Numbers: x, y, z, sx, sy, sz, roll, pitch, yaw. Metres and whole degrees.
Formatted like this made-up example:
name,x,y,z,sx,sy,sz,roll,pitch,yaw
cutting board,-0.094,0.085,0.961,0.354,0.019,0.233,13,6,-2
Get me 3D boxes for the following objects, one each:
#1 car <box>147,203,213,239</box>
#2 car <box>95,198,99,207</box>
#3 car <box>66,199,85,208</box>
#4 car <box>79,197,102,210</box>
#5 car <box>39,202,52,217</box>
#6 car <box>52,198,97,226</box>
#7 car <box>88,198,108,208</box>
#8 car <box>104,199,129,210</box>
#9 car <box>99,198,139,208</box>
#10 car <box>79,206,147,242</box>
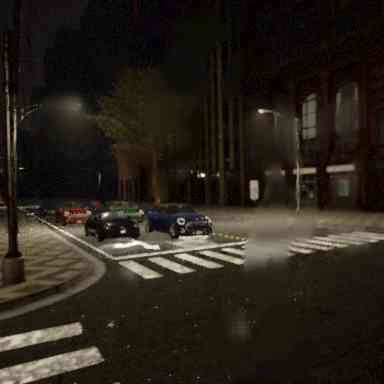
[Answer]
name,x,y,z,sx,sy,sz,roll,pitch,yaw
car,-0.810,1.399,17.910,2.097,1.767,4.553,-1,0,-31
car,-11.984,1.765,36.986,1.882,1.535,5.008,-1,0,-30
car,-20.466,2.018,58.288,2.033,1.411,5.357,-1,0,-31
car,-14.989,1.702,48.917,2.097,1.767,4.553,-1,0,-31
car,-15.919,1.901,37.289,1.812,1.442,4.674,-1,0,-30
car,-9.224,1.582,25.808,2.097,1.767,4.553,-1,0,-30
car,-16.362,1.870,57.511,2.128,1.511,4.902,-1,0,-30
car,-11.170,1.812,48.715,2.033,1.411,5.357,-1,0,-30
car,-5.296,1.495,25.531,2.097,1.767,4.553,-1,0,-30
car,-4.210,1.687,17.251,1.994,1.385,4.181,-1,0,-30
